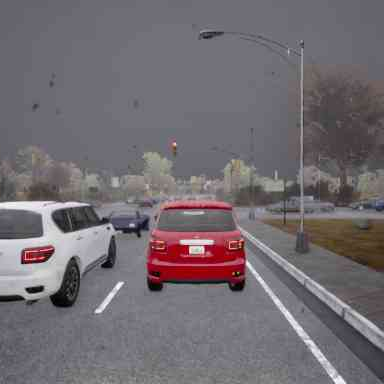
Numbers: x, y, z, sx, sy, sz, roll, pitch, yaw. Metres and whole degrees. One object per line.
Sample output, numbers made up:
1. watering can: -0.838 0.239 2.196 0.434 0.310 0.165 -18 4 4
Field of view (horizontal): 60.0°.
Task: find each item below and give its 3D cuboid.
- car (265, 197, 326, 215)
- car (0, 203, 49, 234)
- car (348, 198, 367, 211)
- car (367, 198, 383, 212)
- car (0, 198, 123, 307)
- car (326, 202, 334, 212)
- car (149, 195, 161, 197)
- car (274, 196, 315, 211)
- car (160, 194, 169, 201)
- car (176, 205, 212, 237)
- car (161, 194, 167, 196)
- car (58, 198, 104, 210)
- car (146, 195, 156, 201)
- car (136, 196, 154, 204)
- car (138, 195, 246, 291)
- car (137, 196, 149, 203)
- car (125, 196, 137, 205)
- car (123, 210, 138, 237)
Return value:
1. car: 10.272 1.547 33.890 5.357 1.411 2.033 0 0 2
2. car: -10.614 1.505 20.161 1.837 1.490 4.892 0 0 0
3. car: 21.732 1.498 40.588 4.892 1.490 1.837 0 0 3
4. car: 23.085 1.212 37.008 5.566 2.045 2.150 0 0 3
5. car: -3.406 1.221 8.092 2.150 2.045 5.566 0 0 0
6. car: 13.750 1.564 37.511 4.181 1.385 1.994 0 0 3
7. car: -7.122 1.600 59.068 1.895 1.301 4.718 0 0 0
8. car: 12.602 1.352 41.081 4.553 1.767 2.097 0 0 3
9. car: -7.059 1.353 85.467 2.097 1.767 4.553 0 0 0
10. car: 0.087 1.526 18.847 1.812 1.442 4.674 0 0 0
11. car: -7.052 1.355 71.359 2.097 1.767 4.553 0 0 0
12. car: -14.483 1.547 43.715 5.357 1.411 2.033 0 0 -43
13. car: -10.559 1.551 85.444 1.994 1.385 4.181 0 0 0
14. car: -6.457 1.601 46.210 1.895 1.301 4.718 0 0 -9
15. car: 0.091 1.221 9.153 2.150 2.045 5.566 0 0 0
16. car: -10.552 1.595 71.306 1.895 1.301 4.718 0 0 0
17. car: -10.618 1.492 59.029 2.128 1.511 4.902 0 0 0
18. car: -3.412 1.601 17.860 1.895 1.301 4.718 0 0 0
